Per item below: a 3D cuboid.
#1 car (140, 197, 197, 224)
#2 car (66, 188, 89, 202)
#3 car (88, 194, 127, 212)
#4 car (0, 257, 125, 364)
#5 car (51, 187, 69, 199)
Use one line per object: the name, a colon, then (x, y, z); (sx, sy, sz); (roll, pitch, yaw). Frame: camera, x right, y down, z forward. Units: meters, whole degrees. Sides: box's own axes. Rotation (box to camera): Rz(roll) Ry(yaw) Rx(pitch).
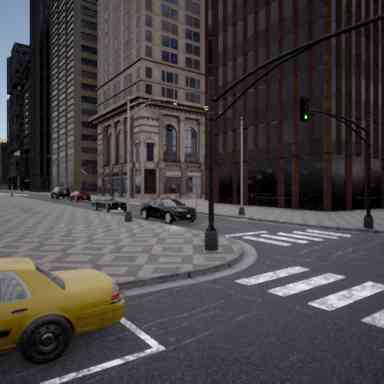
car: (-1.661, 1.123, 21.996); (1.882, 1.535, 5.008); (0, 1, -36)
car: (-16.020, 0.568, 47.460); (1.882, 1.535, 5.008); (0, 1, -35)
car: (-7.451, 1.054, 30.084); (1.895, 1.301, 4.718); (0, 1, -36)
car: (-3.317, 1.526, 4.283); (4.829, 1.417, 1.752); (0, 0, -35)
car: (-21.985, 0.126, 55.718); (2.150, 2.045, 5.566); (0, 1, -36)
